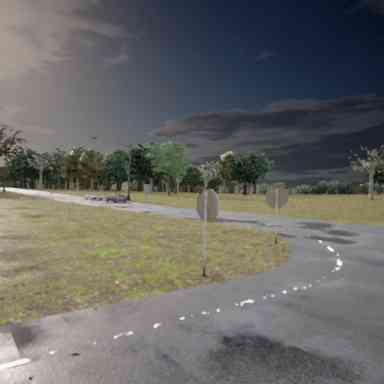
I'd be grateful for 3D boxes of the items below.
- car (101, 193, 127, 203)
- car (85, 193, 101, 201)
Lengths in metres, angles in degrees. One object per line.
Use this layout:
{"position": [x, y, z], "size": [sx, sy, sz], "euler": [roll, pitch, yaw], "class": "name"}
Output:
{"position": [-11.760, 0.919, 51.352], "size": [2.128, 1.511, 4.902], "euler": [2, 0, -35], "class": "car"}
{"position": [-17.570, 0.835, 59.530], "size": [1.895, 1.301, 4.718], "euler": [2, 0, -35], "class": "car"}
